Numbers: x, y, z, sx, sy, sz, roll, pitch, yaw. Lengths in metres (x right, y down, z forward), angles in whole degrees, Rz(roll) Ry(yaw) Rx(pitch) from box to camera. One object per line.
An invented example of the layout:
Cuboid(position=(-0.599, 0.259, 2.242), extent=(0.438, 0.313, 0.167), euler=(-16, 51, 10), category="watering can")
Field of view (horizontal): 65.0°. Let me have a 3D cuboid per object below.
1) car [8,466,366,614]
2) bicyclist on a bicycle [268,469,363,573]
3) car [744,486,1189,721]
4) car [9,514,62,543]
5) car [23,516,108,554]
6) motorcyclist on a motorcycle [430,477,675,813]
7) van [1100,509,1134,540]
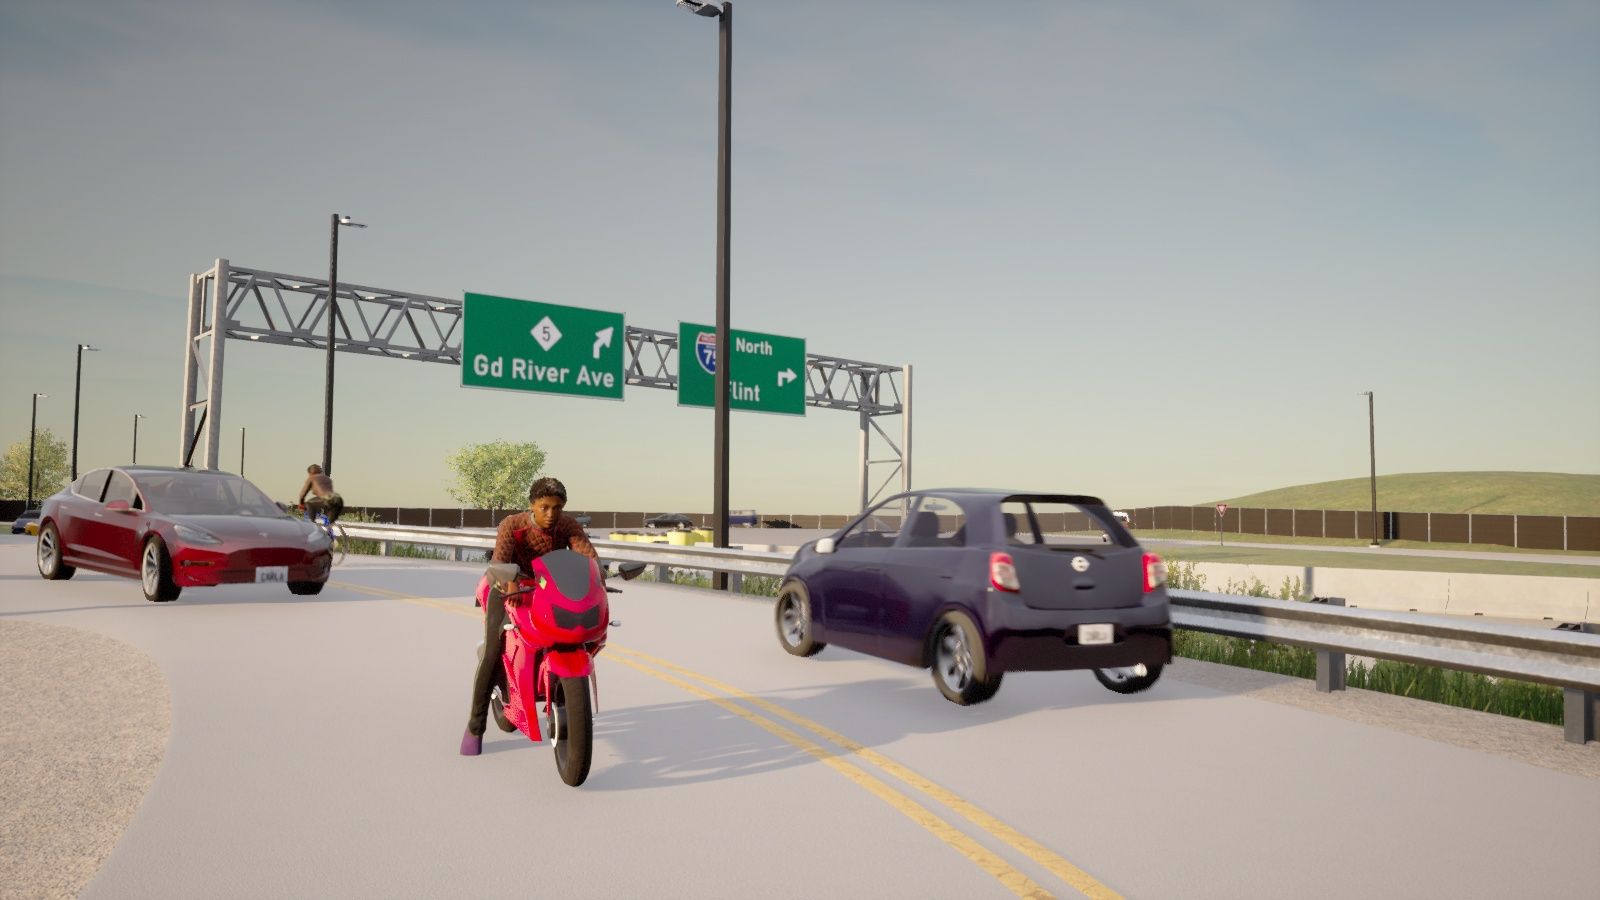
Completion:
Cuboid(position=(-7.660, 1.008, 15.490), extent=(4.792, 1.488, 2.163), euler=(0, -2, 40), category="car")
Cuboid(position=(-7.878, 1.125, 20.389), extent=(1.656, 1.620, 0.582), euler=(0, -3, 36), category="bicyclist on a bicycle")
Cuboid(position=(1.145, 1.071, 10.224), extent=(1.845, 1.501, 3.633), euler=(2, -2, -27), category="car")
Cuboid(position=(-46.888, 4.803, 77.089), extent=(1.851, 1.617, 3.988), euler=(-2, -2, -17), category="car")
Cuboid(position=(-35.184, 4.022, 60.081), extent=(5.008, 1.535, 1.882), euler=(-3, 3, 41), category="car")
Cuboid(position=(-1.418, 0.918, 6.837), extent=(0.797, 1.523, 2.044), euler=(1, -1, -26), category="motorcyclist on a motorcycle")
Cuboid(position=(21.267, 4.989, 84.311), extent=(2.069, 2.038, 4.480), euler=(-1, -3, 13), category="van")
